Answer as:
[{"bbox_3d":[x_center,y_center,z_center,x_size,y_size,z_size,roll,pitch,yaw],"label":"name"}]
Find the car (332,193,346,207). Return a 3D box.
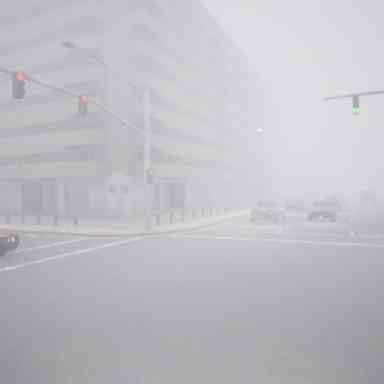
[{"bbox_3d":[14.085,1.151,33.396,1.837,1.490,4.892,-1,0,27],"label":"car"}]

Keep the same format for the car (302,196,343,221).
[{"bbox_3d":[9.720,1.290,24.574,2.033,1.411,5.357,-1,0,26],"label":"car"}]

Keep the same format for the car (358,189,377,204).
[{"bbox_3d":[24.734,0.662,46.827,2.150,2.045,5.566,-1,0,26],"label":"car"}]

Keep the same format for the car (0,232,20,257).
[{"bbox_3d":[-8.486,1.712,11.873,4.718,1.301,1.895,-1,0,27],"label":"car"}]

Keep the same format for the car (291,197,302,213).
[{"bbox_3d":[10.172,1.251,33.421,2.033,1.411,5.357,-1,0,26],"label":"car"}]

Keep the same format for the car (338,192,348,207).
[{"bbox_3d":[18.576,0.900,42.298,2.097,1.767,4.553,-1,0,26],"label":"car"}]

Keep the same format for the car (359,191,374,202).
[{"bbox_3d":[29.362,0.691,56.155,2.097,1.767,4.553,-1,0,26],"label":"car"}]

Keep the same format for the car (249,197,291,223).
[{"bbox_3d":[5.536,1.311,23.925,1.837,1.490,4.892,-1,0,26],"label":"car"}]
